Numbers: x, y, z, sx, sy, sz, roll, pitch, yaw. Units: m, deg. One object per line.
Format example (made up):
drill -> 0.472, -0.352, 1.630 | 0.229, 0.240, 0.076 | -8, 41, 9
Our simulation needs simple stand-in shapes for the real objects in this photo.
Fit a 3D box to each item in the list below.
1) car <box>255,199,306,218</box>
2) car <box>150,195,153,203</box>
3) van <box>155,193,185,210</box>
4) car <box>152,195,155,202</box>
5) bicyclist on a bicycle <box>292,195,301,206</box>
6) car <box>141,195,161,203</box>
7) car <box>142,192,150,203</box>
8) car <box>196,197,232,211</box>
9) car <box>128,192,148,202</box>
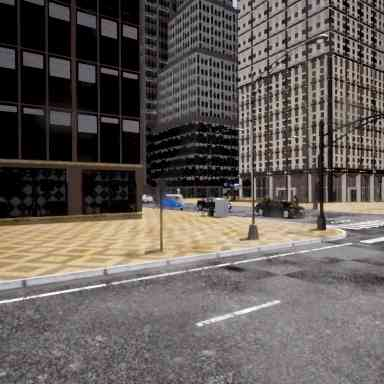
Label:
car -> 7.684, 1.420, 29.191 | 1.837, 1.490, 4.892 | -1, 1, -34
car -> -4.732, 1.036, 57.969 | 2.192, 1.841, 5.009 | 0, 0, -34
van -> -2.389, 1.211, 39.506 | 1.690, 1.788, 3.998 | 0, 0, -34
car -> -3.226, 1.349, 45.388 | 1.812, 1.442, 4.674 | -1, 1, -34
bicyclist on a bicycle -> 11.998, 1.119, 38.415 | 1.656, 1.620, 0.582 | -1, 1, -34
car -> -7.829, 1.239, 62.563 | 1.887, 1.381, 4.507 | 0, 0, -34
car -> -8.554, 1.254, 58.998 | 1.812, 1.442, 4.674 | -1, 1, -34
car -> 2.417, 1.362, 37.004 | 2.128, 1.511, 4.902 | -1, 1, -34
car -> -10.927, 0.982, 67.155 | 2.192, 1.841, 5.009 | 0, 0, -34
